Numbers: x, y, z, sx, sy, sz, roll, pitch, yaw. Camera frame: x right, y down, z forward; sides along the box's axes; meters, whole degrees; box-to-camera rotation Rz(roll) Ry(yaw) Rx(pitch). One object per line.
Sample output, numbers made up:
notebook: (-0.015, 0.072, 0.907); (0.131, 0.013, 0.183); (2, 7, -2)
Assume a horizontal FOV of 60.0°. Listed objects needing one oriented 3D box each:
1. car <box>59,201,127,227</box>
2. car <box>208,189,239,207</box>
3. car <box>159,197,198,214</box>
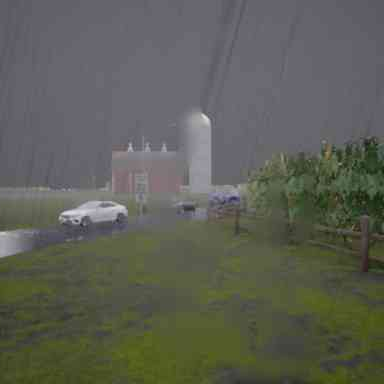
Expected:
car: (-6.060, 1.290, 20.958); (1.812, 1.442, 4.674); (-1, 1, 32)
car: (3.798, 0.639, 38.601); (2.150, 2.045, 5.566); (-1, 1, 26)
car: (-1.114, 1.163, 29.304); (1.994, 1.385, 4.181); (-1, 1, 29)
